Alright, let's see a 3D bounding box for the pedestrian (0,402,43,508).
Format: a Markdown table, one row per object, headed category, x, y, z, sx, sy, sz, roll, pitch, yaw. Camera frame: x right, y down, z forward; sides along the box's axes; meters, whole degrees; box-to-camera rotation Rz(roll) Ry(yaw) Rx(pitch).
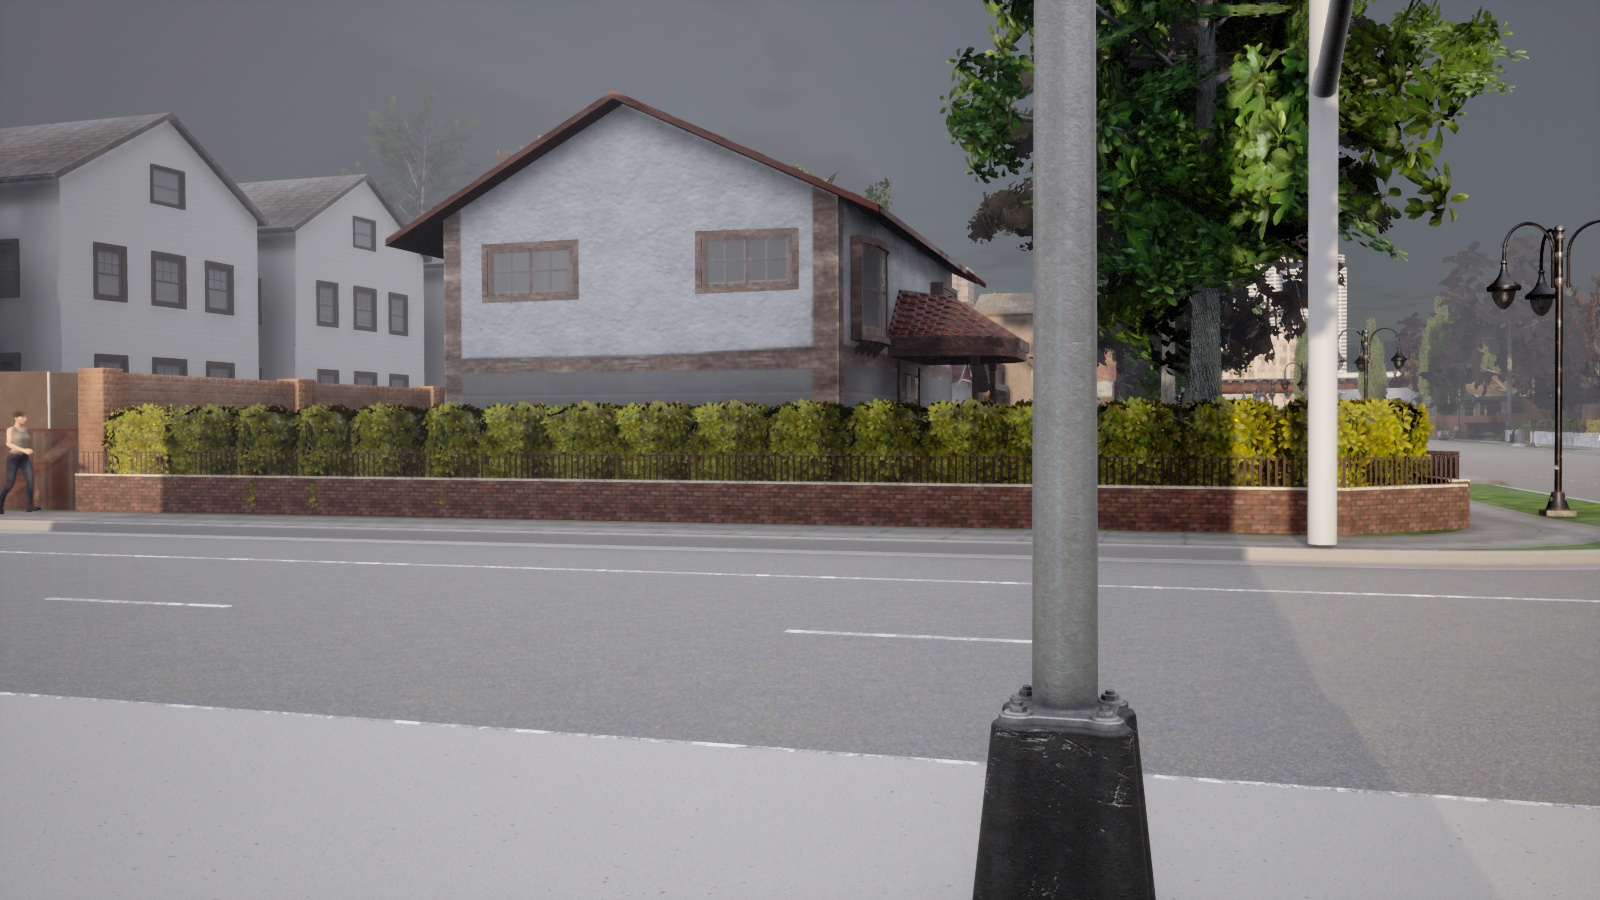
| category | x | y | z | sx | sy | sz | roll | pitch | yaw |
| --- | --- | --- | --- | --- | --- | --- | --- | --- | --- |
| pedestrian | -13.574 | 0.080 | 21.880 | 0.594 | 1.836 | 0.345 | 1 | 1 | 17 |
